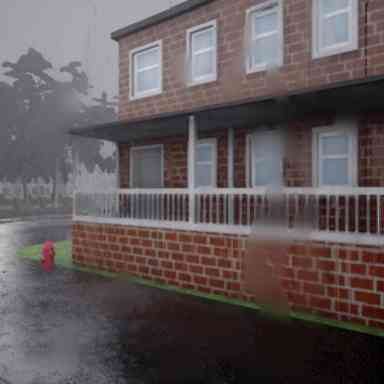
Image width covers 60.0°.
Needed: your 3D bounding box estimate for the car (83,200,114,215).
[{"bbox_3d":[-7.826,1.492,28.630,1.837,1.490,4.892,0,0,36],"label":"car"}]
